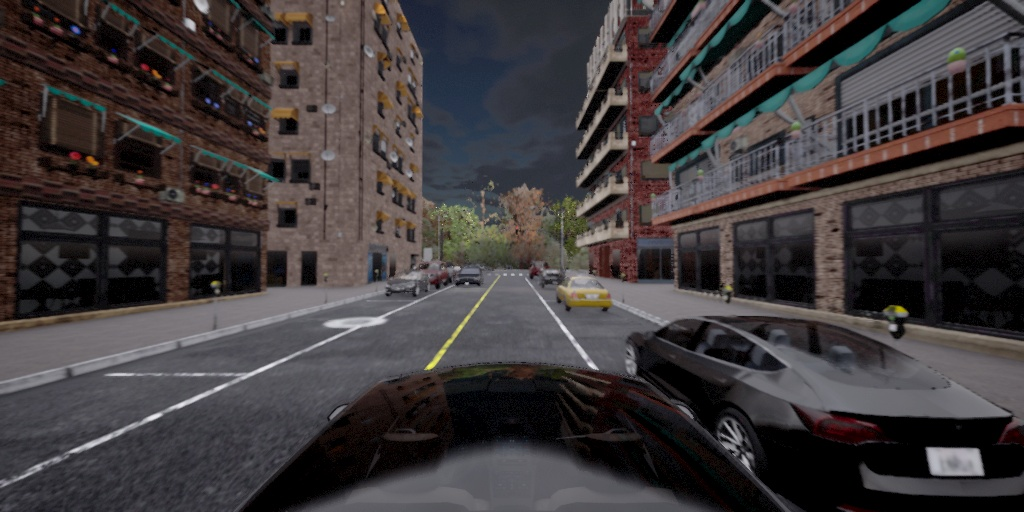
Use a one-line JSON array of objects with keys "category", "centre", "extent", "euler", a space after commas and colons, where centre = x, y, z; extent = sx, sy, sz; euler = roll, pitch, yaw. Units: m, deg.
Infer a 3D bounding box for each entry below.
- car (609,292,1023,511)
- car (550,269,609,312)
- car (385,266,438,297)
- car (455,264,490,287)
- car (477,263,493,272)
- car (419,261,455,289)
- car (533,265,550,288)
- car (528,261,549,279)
[{"category": "car", "centre": [2.761, 1.343, 4.314], "extent": [1.948, 1.339, 4.313], "euler": [0, 0, 0]}, {"category": "car", "centre": [2.823, 1.411, 14.978], "extent": [1.751, 1.417, 4.829], "euler": [0, 0, 0]}, {"category": "car", "centre": [-5.826, 1.494, 20.406], "extent": [2.007, 1.370, 4.403], "euler": [0, 0, 0]}, {"category": "car", "centre": [-3.107, 1.564, 27.402], "extent": [2.033, 1.411, 5.357], "euler": [0, -1, 0]}, {"category": "car", "centre": [-4.860, 1.796, 53.383], "extent": [4.181, 1.385, 1.994], "euler": [0, -1, 1]}, {"category": "car", "centre": [-5.828, 1.316, 25.974], "extent": [2.192, 1.841, 5.009], "euler": [0, 0, 0]}, {"category": "car", "centre": [2.820, 1.552, 25.944], "extent": [2.007, 1.370, 4.403], "euler": [0, 0, 0]}, {"category": "car", "centre": [2.816, 1.432, 37.079], "extent": [2.192, 1.841, 5.009], "euler": [0, 0, 0]}]
